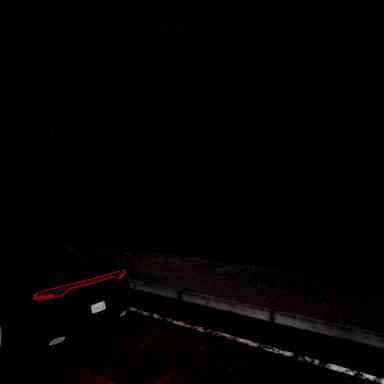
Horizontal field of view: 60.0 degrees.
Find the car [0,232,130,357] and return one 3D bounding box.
[{"bbox_3d":[-3.371,1.477,6.094,5.008,1.535,1.882,0,0,34],"label":"car"}]
